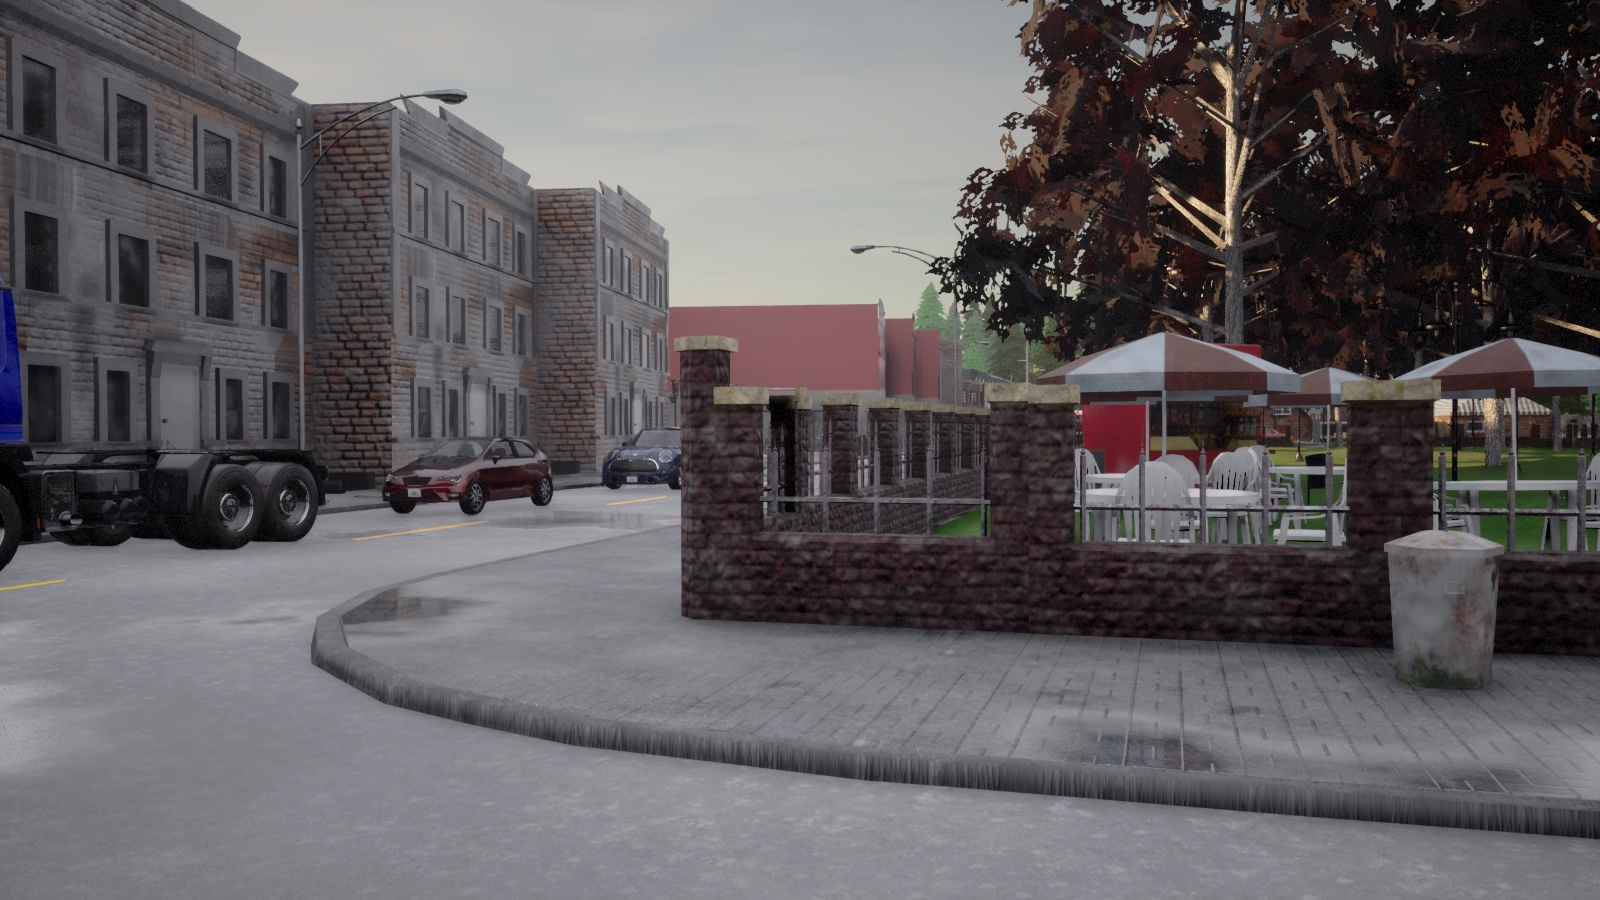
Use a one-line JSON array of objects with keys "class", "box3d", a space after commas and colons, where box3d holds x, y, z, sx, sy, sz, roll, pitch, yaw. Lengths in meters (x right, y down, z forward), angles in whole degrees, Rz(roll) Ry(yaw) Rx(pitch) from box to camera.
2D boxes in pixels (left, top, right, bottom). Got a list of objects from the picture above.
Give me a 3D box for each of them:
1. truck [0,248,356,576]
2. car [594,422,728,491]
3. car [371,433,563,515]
[{"class": "truck", "box3d": [-9.261, -0.441, 15.699, 2.891, 3.462, 7.936, 0, 1, 16]}, {"class": "car", "box3d": [-3.740, 0.116, 34.691, 2.097, 1.767, 4.553, 0, 1, 16]}, {"class": "car", "box3d": [-6.526, 0.413, 25.123, 1.816, 1.474, 4.193, 0, 1, 16]}]
